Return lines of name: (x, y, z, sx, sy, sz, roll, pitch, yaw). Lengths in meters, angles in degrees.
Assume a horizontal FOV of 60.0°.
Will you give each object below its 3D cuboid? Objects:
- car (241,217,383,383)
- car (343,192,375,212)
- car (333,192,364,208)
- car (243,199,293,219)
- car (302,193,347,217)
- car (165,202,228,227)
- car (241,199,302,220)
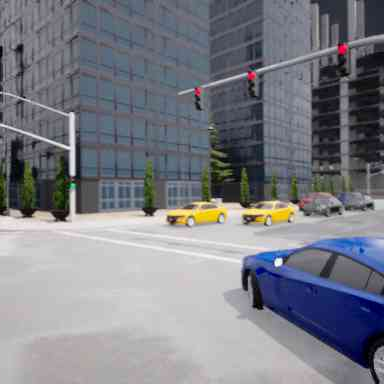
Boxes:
car: (2.496, 1.437, 5.048, 1.882, 1.535, 5.008, -2, 1, -19)
car: (18.419, 1.170, 36.596, 2.097, 1.767, 4.553, -1, 0, 44)
car: (20.867, 1.023, 44.223, 2.150, 2.045, 5.566, -1, 0, 44)
car: (6.860, 1.412, 29.519, 2.128, 1.511, 4.902, -1, 0, 44)
car: (11.600, 1.227, 29.428, 2.097, 1.767, 4.553, -1, 0, 44)
car: (0.385, 1.452, 22.709, 1.882, 1.535, 5.008, -1, 0, 44)
car: (5.295, 1.406, 22.787, 1.882, 1.535, 5.008, -1, 0, 44)
